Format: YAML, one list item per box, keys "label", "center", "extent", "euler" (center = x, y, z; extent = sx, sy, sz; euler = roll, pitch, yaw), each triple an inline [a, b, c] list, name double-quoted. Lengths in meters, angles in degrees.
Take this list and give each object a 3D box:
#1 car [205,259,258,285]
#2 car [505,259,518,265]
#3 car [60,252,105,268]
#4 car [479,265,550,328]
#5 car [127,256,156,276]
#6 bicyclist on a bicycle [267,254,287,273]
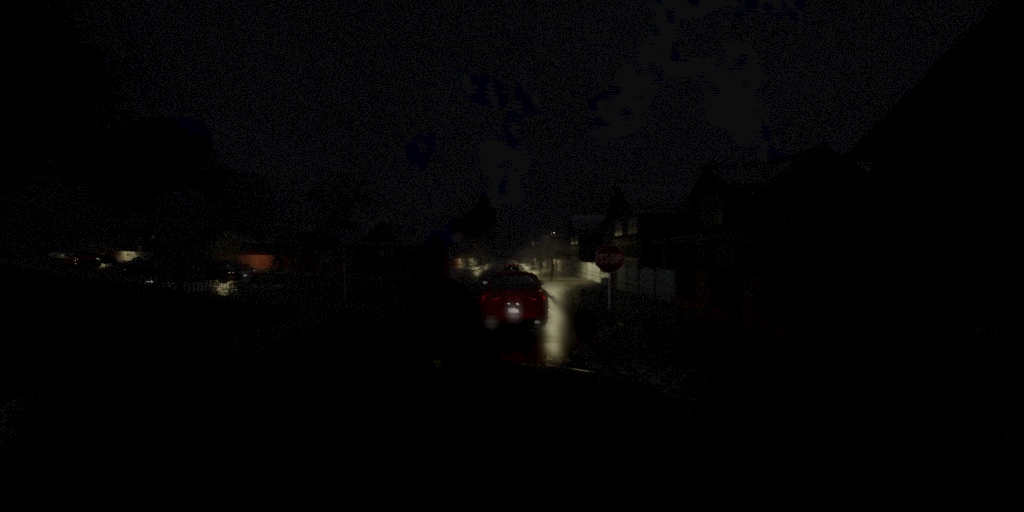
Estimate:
- label: "car"
  center: [-18.702, 0.973, 23.549]
  extent: [4.902, 1.511, 2.128]
  euler: [1, 1, 29]
- label: "car"
  center: [-0.041, 1.345, 50.028]
  extent: [1.895, 1.301, 4.718]
  euler: [0, 0, 0]
- label: "car"
  center: [-48.416, 0.345, 40.404]
  extent: [4.553, 1.767, 2.097]
  euler: [1, 1, 30]
- label: "car"
  center: [0.072, 1.216, 11.332]
  extent: [1.882, 1.535, 5.008]
  euler: [0, 0, 0]
- label: "car"
  center: [-30.660, 0.787, 30.295]
  extent: [4.902, 1.511, 2.128]
  euler: [1, 1, 29]
- label: "bicyclist on a bicycle"
  center: [-20.433, 0.649, 31.250]
  extent: [0.582, 1.620, 1.656]
  euler: [1, 1, 29]
